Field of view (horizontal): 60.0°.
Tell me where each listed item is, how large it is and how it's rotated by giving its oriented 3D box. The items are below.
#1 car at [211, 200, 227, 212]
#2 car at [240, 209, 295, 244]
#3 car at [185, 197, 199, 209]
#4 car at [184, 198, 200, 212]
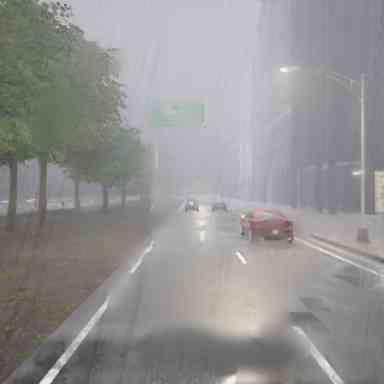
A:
[{"bbox_3d":[3.501,1.776,43.350,2.128,1.511,4.902,0,0,0],"label":"car"},{"bbox_3d":[3.597,1.598,16.648,1.882,1.535,5.008,0,0,0],"label":"car"},{"bbox_3d":[-0.011,1.688,52.799,2.097,1.767,4.553,0,0,0],"label":"car"},{"bbox_3d":[-0.007,1.825,42.409,2.033,1.411,5.357,0,0,0],"label":"car"}]
